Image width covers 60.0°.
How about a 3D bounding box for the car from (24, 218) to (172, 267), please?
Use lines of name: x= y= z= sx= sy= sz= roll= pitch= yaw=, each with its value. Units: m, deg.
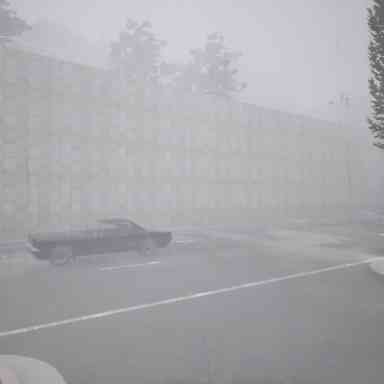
car: x=-3.148 y=1.610 z=11.533 sx=4.718 sy=1.301 sz=1.895 roll=1 pitch=0 yaw=-34
